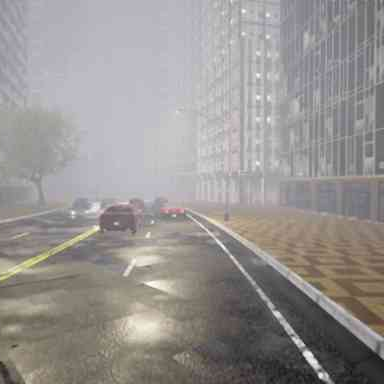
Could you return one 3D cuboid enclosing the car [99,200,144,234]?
[{"bbox_3d":[-4.010,1.438,19.137,1.882,1.535,5.008,0,0,-5],"label":"car"}]

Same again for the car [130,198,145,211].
[{"bbox_3d":[-6.403,1.402,38.074,1.882,1.535,5.008,0,0,-10],"label":"car"}]

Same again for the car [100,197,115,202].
[{"bbox_3d":[-10.384,1.422,41.645,2.128,1.511,4.902,0,0,-10],"label":"car"}]

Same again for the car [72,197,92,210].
[{"bbox_3d":[-13.690,1.430,41.710,1.882,1.535,5.008,0,0,-11],"label":"car"}]

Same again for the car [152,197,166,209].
[{"bbox_3d":[-4.270,1.378,44.458,1.882,1.535,5.008,0,-1,-11],"label":"car"}]

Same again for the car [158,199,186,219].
[{"bbox_3d":[-1.633,1.536,27.945,1.895,1.301,4.718,0,0,-7],"label":"car"}]
